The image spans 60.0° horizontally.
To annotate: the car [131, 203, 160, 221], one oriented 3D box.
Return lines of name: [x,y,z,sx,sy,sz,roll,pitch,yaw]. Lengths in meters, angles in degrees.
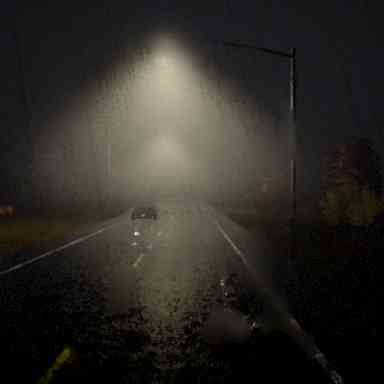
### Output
car: [-3.745,1.576,27.305,1.994,1.385,4.181,0,0,-1]
